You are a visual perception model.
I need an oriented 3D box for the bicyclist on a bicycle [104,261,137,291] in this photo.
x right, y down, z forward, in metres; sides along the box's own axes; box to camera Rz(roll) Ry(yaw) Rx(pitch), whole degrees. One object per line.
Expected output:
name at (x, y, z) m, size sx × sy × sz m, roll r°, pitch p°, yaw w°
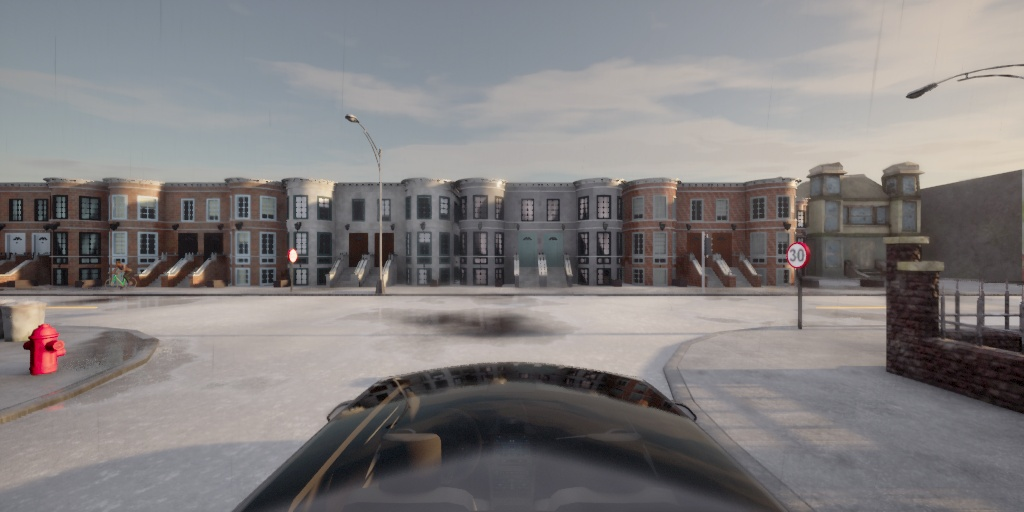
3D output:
bicyclist on a bicycle at (-21.801, 1.099, 20.000) m, size 0.582 × 1.620 × 1.656 m, roll 0°, pitch 0°, yaw 0°
